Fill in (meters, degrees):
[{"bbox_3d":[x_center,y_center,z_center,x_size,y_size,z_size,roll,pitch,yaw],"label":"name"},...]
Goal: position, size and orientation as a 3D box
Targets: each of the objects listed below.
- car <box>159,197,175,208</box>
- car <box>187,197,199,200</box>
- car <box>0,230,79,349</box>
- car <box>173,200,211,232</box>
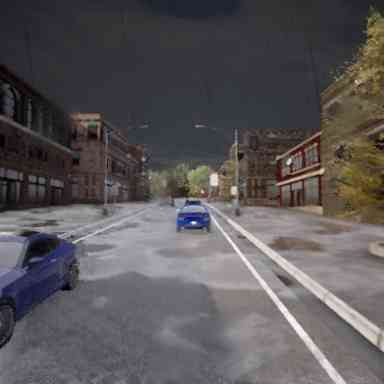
[{"bbox_3d":[-3.494,1.477,47.585,1.994,1.385,4.181,0,0,1],"label":"car"},{"bbox_3d":[0.086,1.405,40.996,1.882,1.535,5.008,0,0,0],"label":"car"},{"bbox_3d":[-3.601,1.526,6.322,1.812,1.442,4.674,0,0,0],"label":"car"},{"bbox_3d":[0.096,1.452,19.819,1.882,1.535,5.008,0,0,0],"label":"car"}]
